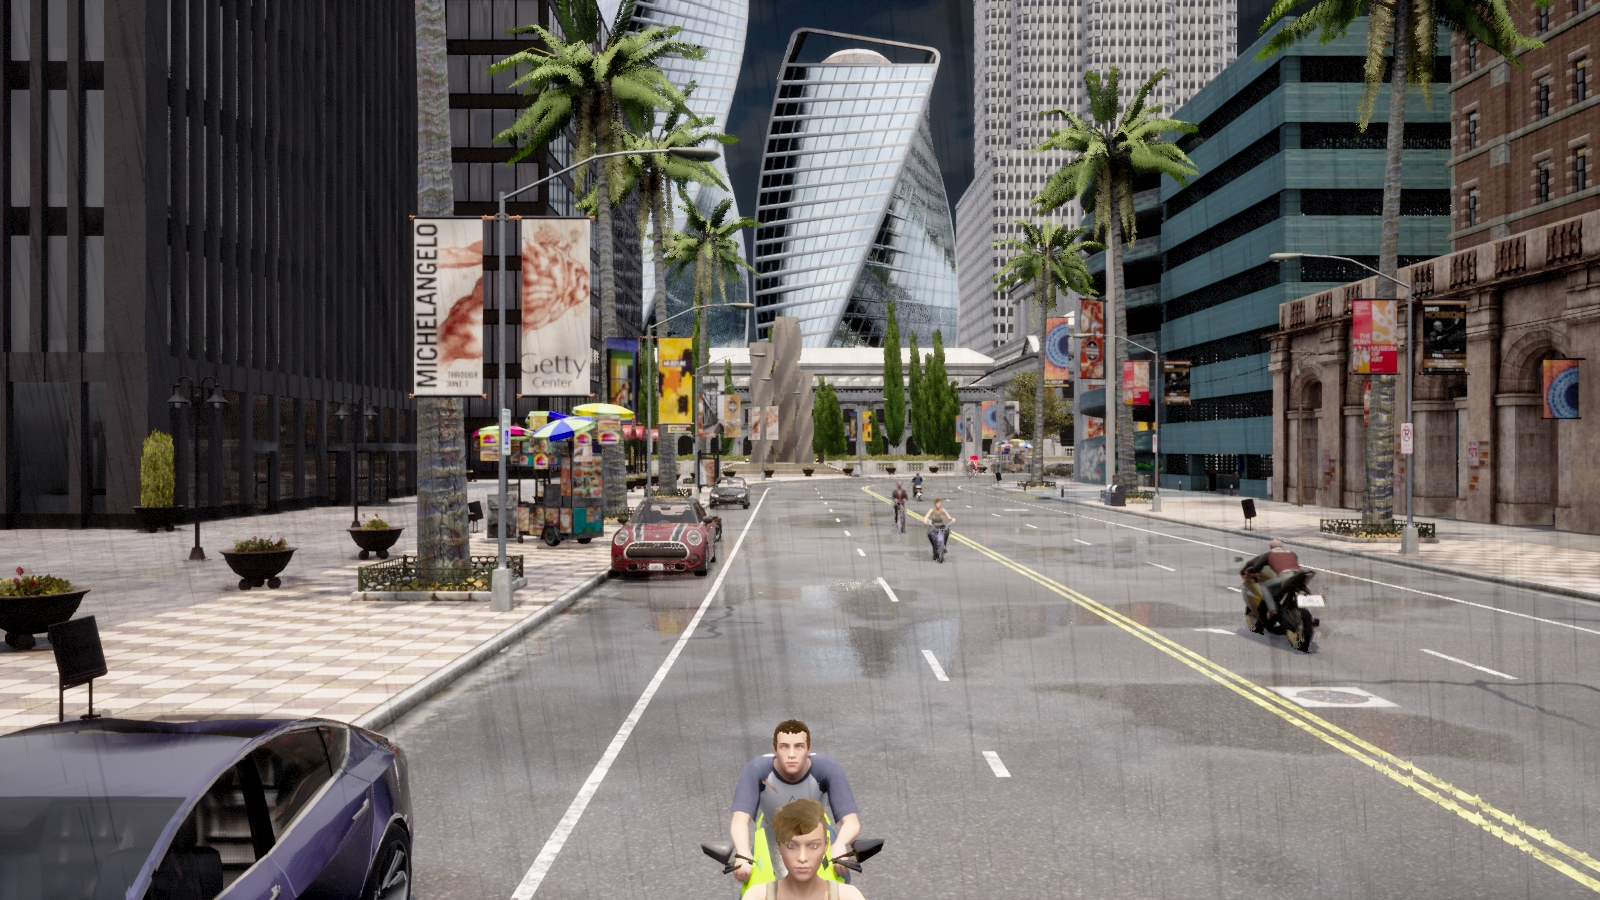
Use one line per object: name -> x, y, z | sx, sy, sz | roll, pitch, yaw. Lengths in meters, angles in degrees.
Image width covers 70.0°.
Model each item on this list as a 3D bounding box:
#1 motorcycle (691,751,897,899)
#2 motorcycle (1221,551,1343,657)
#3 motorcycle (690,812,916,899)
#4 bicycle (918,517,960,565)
motorcycle -> -0.022, 2.223, 5.437 | 0.803, 1.145, 2.033 | -1, -3, 0
motorcycle -> 7.019, 2.212, 16.783 | 0.867, 1.251, 2.209 | 0, 0, 0
motorcycle -> 0.012, 2.176, 3.553 | 0.764, 1.277, 2.356 | 0, 2, 0
bicycle -> 3.461, 2.268, 28.557 | 0.859, 1.080, 1.487 | 0, 0, -1
